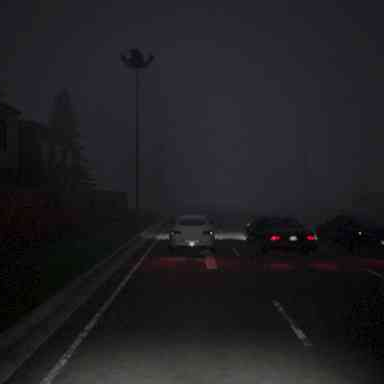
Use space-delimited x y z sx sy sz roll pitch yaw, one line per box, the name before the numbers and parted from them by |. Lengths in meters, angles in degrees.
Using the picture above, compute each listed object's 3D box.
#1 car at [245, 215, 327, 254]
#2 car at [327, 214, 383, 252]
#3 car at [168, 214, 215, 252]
car | 3.498 1.677 13.995 2.033 1.411 5.357 0 0 0
car | 7.003 1.659 14.393 1.812 1.442 4.674 0 0 0
car | 0.003 1.659 14.386 1.812 1.442 4.674 0 0 0
